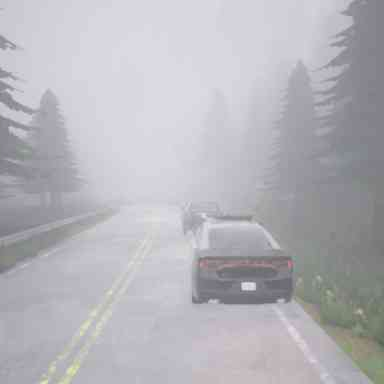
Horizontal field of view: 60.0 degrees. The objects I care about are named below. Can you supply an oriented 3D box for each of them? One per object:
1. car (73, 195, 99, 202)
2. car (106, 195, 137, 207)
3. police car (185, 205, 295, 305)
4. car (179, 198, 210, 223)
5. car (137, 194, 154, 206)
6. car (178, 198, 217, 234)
[{"bbox_3d":[-17.696,1.308,55.472,4.902,1.511,2.128,-2,3,27],"label":"car"},{"bbox_3d":[-9.604,1.338,44.036,1.895,1.301,4.718,-3,1,-36],"label":"car"},{"bbox_3d":[0.890,1.340,8.118,1.930,1.638,5.238,0,1,-1],"label":"police car"},{"bbox_3d":[0.087,1.253,24.176,1.837,1.490,4.892,0,1,-4],"label":"car"},{"bbox_3d":[-7.045,1.073,46.159,1.837,1.490,4.892,-4,2,-35],"label":"car"},{"bbox_3d":[0.496,1.162,18.087,2.097,1.767,4.553,0,1,-3],"label":"car"}]
